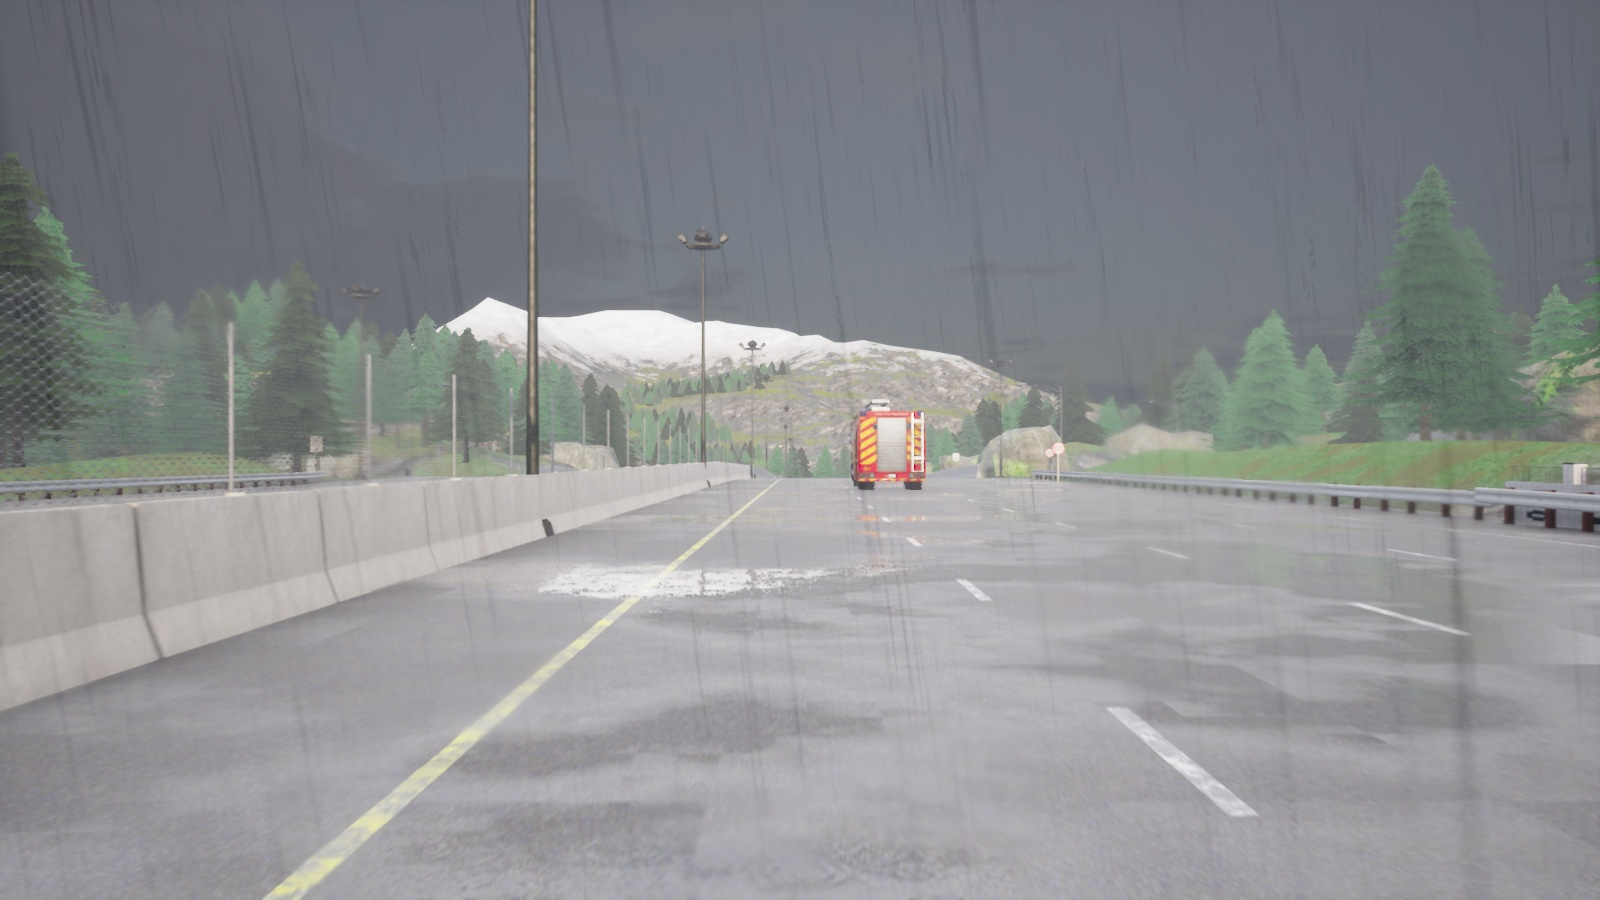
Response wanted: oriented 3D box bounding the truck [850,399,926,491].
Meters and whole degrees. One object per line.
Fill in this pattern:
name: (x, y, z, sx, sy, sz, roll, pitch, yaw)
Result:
truck: (3.839, -0.189, 56.639, 2.891, 3.827, 8.468, 0, 0, 0)
